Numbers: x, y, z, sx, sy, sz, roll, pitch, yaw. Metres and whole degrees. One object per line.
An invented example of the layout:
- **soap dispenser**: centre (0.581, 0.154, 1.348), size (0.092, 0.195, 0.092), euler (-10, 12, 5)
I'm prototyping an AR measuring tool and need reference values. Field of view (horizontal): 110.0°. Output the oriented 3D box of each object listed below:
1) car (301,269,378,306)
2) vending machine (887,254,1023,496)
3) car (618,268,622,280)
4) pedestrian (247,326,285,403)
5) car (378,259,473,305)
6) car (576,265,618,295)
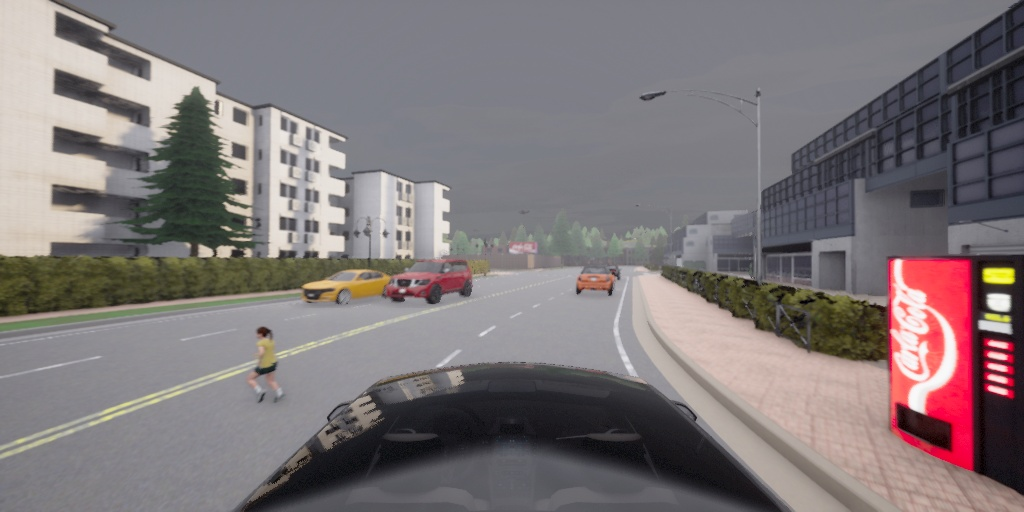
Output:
- **car**: centre (-7.665, 1.405, 17.398), size (1.882, 1.535, 5.008), euler (0, -1, 18)
- **vending machine**: centre (4.411, 0.980, 3.293), size (1.100, 2.100, 0.880), euler (0, 0, 5)
- **car**: centre (10.775, 1.765, 38.816), size (1.837, 1.490, 4.892), euler (0, -1, 19)
- **pedestrian**: centre (-3.388, 1.455, 4.960), size (0.500, 1.100, 0.500), euler (0, -1, 6)
- **car**: centre (-3.832, 1.168, 17.927), size (2.150, 2.045, 5.566), euler (0, -1, 18)
- **car**: centre (5.344, 1.387, 22.565), size (2.097, 1.767, 4.553), euler (0, -1, 18)
